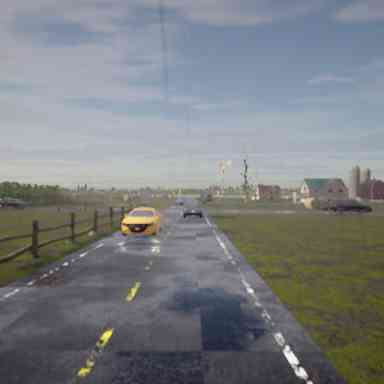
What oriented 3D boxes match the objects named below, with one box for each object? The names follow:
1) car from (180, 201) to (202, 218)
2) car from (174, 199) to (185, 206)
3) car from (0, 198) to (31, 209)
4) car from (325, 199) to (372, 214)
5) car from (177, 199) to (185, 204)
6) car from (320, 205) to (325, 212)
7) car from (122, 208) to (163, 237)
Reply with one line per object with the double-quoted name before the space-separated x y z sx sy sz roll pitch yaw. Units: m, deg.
"car" 0.040 1.930 35.170 1.994 1.385 4.181 0 -1 -2
"car" -2.731 2.219 71.016 1.882 1.535 5.008 0 -1 0
"car" -25.586 1.679 48.028 4.892 1.490 1.837 1 0 1
"car" 22.422 2.071 47.205 5.566 2.045 2.150 1 0 1
"car" -2.728 2.450 85.995 1.994 1.385 4.181 0 -1 0
"car" 21.963 2.310 50.133 5.008 1.535 1.882 1 0 1
"car" -2.840 1.683 19.754 1.882 1.535 5.008 0 -1 0
